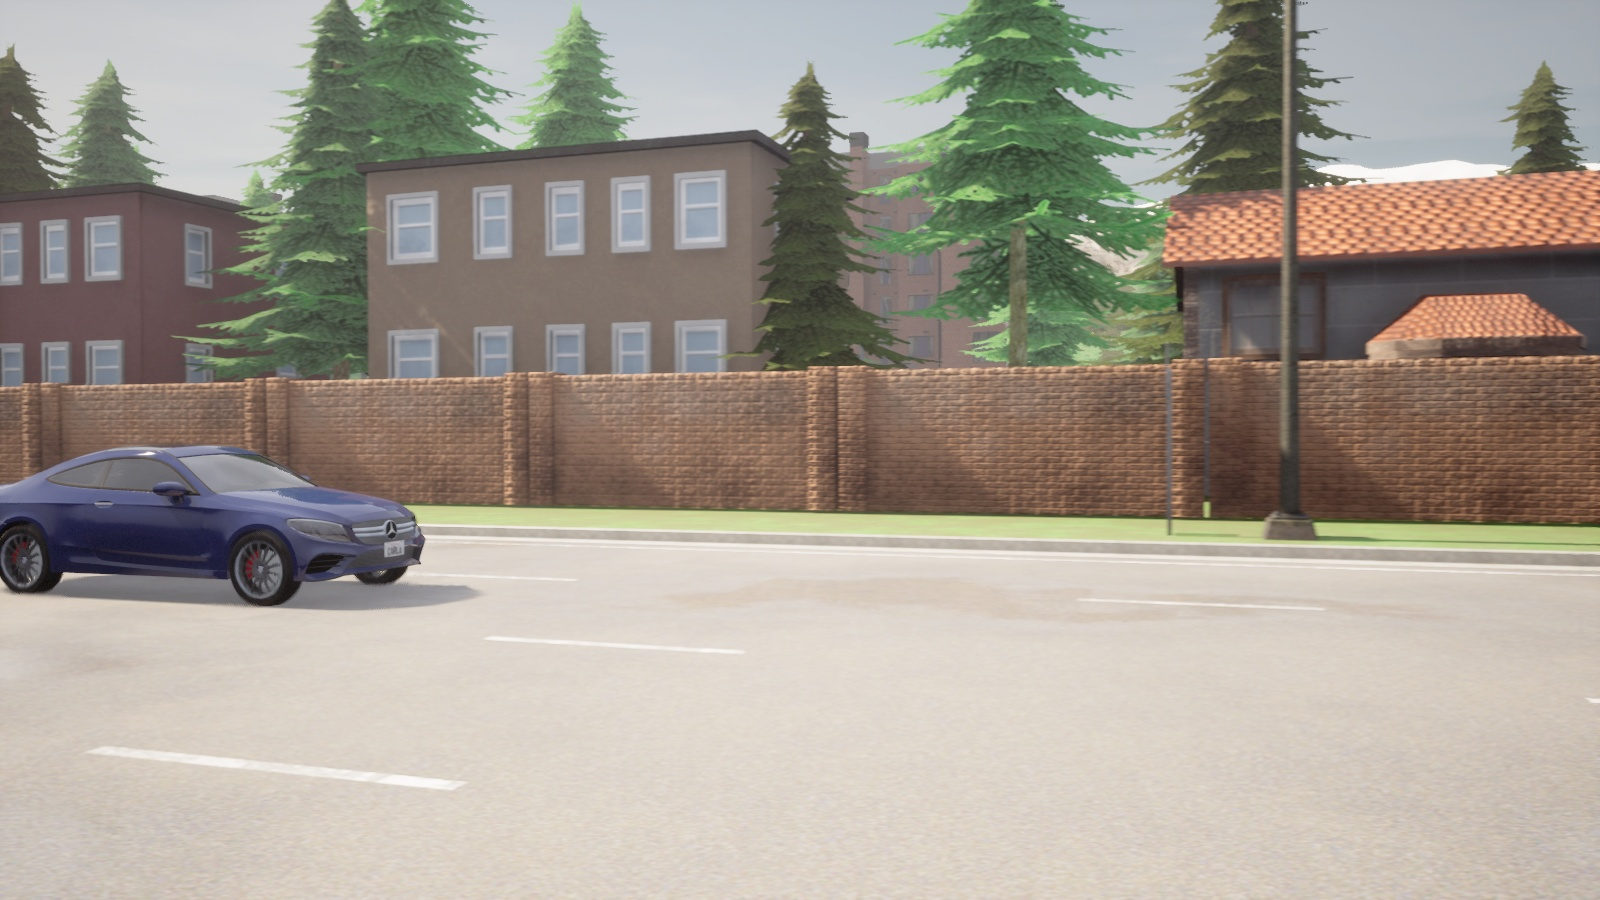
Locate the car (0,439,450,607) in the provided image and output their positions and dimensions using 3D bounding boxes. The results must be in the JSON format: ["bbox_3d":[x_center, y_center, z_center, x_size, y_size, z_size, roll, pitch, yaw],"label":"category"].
[{"bbox_3d":[-6.047,0.628,12.614,4.674,1.442,1.812,1,1,19],"label":"car"}]
